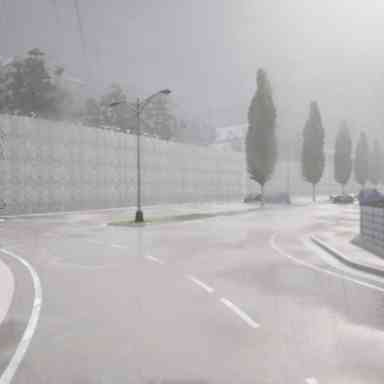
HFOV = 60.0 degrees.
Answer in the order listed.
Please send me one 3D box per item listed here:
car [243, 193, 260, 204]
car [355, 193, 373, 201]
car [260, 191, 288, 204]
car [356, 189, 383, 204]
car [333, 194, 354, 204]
[{"bbox_3d":[9.610,0.964,50.942,1.837,1.490,4.892,0,0,39],"label":"car"},{"bbox_3d":[30.395,0.789,58.690,1.895,1.301,4.718,0,1,38],"label":"car"},{"bbox_3d":[12.419,0.797,48.851,2.097,1.767,4.553,0,1,39],"label":"car"},{"bbox_3d":[23.972,0.583,44.830,2.150,2.045,5.566,0,1,39],"label":"car"},{"bbox_3d":[21.788,0.922,47.702,1.994,1.385,4.181,0,1,39],"label":"car"}]
